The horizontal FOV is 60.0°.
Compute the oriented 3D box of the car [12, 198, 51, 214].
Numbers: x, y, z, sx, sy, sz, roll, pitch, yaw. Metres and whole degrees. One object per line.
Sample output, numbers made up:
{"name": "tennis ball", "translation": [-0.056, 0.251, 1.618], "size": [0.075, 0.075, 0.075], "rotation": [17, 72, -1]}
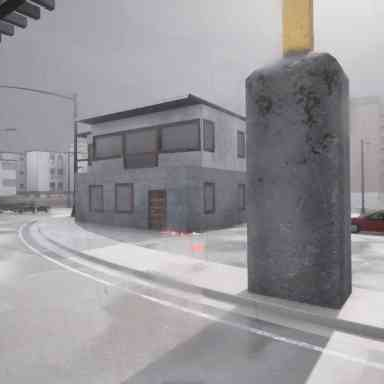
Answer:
{"name": "car", "translation": [-18.472, 1.774, 39.172], "size": [2.128, 1.511, 4.902], "rotation": [-1, -1, 3]}

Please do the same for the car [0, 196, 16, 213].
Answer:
{"name": "car", "translation": [-22.342, 1.519, 38.483], "size": [2.150, 2.045, 5.566], "rotation": [-1, -1, 4]}

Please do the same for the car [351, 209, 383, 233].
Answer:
{"name": "car", "translation": [11.797, 1.873, 20.256], "size": [5.357, 1.415, 2.033], "rotation": [0, 0, 34]}

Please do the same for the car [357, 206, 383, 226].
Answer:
{"name": "car", "translation": [16.953, 2.035, 28.237], "size": [5.027, 1.636, 2.152], "rotation": [-1, 0, 34]}

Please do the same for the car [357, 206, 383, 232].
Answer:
{"name": "car", "translation": [13.583, 1.883, 22.670], "size": [3.988, 1.617, 1.851], "rotation": [1, 0, 34]}
